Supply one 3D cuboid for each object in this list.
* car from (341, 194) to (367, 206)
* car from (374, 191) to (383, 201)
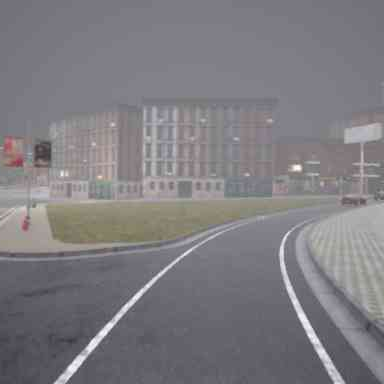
[{"bbox_3d":[20.781,0.933,42.549,1.882,1.535,5.008,2,3,44],"label":"car"},{"bbox_3d":[29.507,0.623,50.538,4.892,1.490,1.837,-2,3,-35],"label":"car"}]
